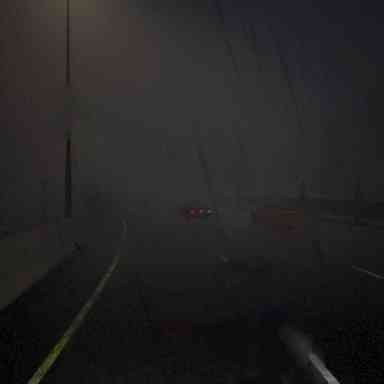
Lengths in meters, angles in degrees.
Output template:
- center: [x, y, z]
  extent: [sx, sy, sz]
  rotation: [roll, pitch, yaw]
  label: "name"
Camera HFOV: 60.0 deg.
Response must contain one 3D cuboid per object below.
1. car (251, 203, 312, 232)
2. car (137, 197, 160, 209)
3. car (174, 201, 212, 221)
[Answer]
- center: [4.993, 1.363, 19.358]
  extent: [1.882, 1.535, 5.008]
  rotation: [0, 0, -10]
  label: "car"
- center: [-5.280, 1.318, 40.840]
  extent: [1.812, 1.442, 4.674]
  rotation: [0, 1, -23]
  label: "car"
- center: [0.000, 1.409, 25.739]
  extent: [2.033, 1.411, 5.357]
  rotation: [0, 0, -15]
  label: "car"
